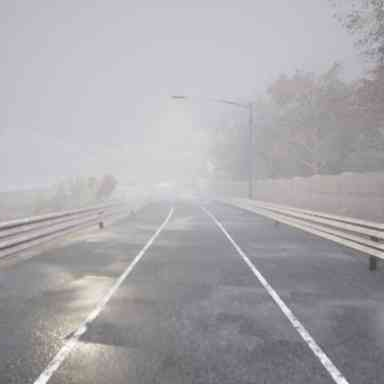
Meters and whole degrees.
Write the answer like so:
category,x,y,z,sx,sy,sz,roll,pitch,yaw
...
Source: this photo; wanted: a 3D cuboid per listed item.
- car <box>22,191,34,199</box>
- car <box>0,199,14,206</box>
category,x,y,z,sx,sy,sz,roll,pitch,yaw
car,-36.170,0.537,75.265,2.097,1.767,4.553,1,5,15
car,-33.482,2.032,58.203,1.812,1.442,4.674,1,5,15
